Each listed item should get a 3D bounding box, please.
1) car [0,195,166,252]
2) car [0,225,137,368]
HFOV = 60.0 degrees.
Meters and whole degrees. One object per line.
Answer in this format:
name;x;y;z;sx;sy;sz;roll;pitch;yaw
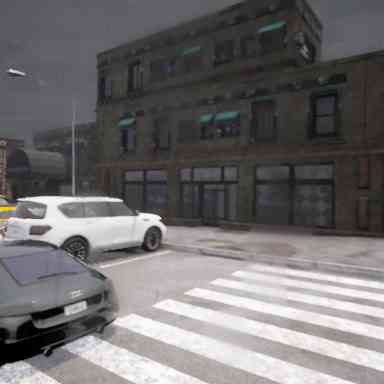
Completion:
car;-3.285;1.173;11.340;2.435;2.045;5.566;1;0;36
car;-3.201;1.530;5.667;4.181;1.385;1.994;0;0;36
